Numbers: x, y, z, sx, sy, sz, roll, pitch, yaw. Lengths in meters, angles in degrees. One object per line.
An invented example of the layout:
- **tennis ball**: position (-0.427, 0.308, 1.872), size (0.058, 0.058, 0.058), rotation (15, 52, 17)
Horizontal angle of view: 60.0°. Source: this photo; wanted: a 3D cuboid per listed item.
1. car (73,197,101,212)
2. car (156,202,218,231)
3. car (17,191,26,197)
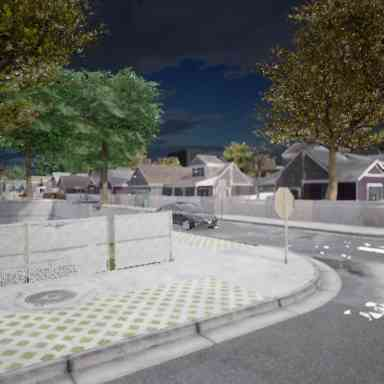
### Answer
- **car**: position (-11.189, 1.298, 35.220), size (2.128, 1.511, 4.902), rotation (0, 0, -36)
- **car**: position (-0.428, 1.403, 20.222), size (1.837, 1.490, 4.892), rotation (0, 0, -36)
- **car**: position (-40.532, 0.788, 80.921), size (2.150, 2.045, 5.566), rotation (0, 0, -36)
